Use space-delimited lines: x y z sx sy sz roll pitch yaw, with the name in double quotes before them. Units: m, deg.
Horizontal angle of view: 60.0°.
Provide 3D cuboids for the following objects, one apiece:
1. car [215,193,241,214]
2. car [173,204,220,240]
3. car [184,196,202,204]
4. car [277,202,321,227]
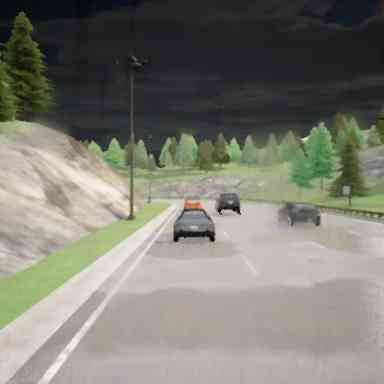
"car" 3.606 1.138 33.868 2.150 2.045 5.566 0 0 0
"car" 0.101 1.523 16.610 1.994 1.385 4.181 0 0 0
"car" 0.109 1.257 39.227 2.097 1.767 4.553 0 0 0
"car" 7.105 1.449 22.472 1.837 1.490 4.892 0 0 0
